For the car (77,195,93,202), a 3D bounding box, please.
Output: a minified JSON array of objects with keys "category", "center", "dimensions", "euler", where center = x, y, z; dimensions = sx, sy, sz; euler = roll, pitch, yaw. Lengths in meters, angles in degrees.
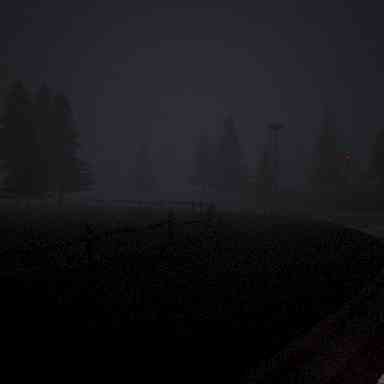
[{"category":"car","center":[-24.185,1.483,75.118],"dimensions":[4.892,1.490,1.837],"euler":[0,0,41]}]
